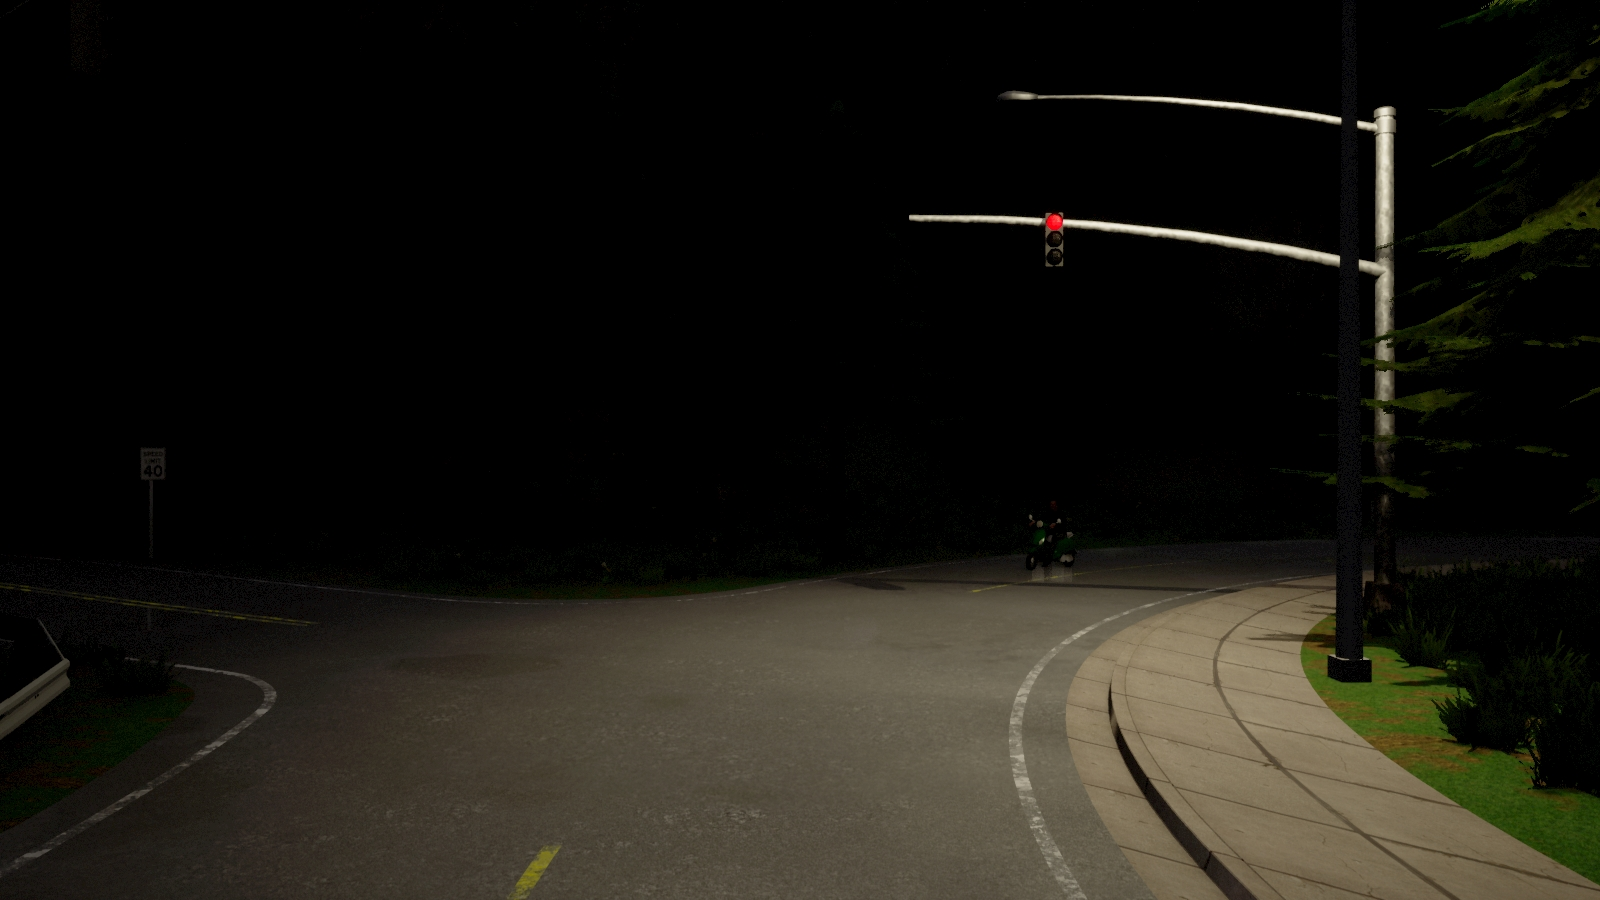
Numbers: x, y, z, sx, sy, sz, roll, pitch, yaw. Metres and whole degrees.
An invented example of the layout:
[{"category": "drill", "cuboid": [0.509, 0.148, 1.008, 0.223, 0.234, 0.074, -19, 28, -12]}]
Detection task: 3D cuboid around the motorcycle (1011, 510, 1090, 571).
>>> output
[{"category": "motorcycle", "cuboid": [5.937, 2.115, 27.011, 1.805, 1.316, 0.856, 0, 0, -37]}]
